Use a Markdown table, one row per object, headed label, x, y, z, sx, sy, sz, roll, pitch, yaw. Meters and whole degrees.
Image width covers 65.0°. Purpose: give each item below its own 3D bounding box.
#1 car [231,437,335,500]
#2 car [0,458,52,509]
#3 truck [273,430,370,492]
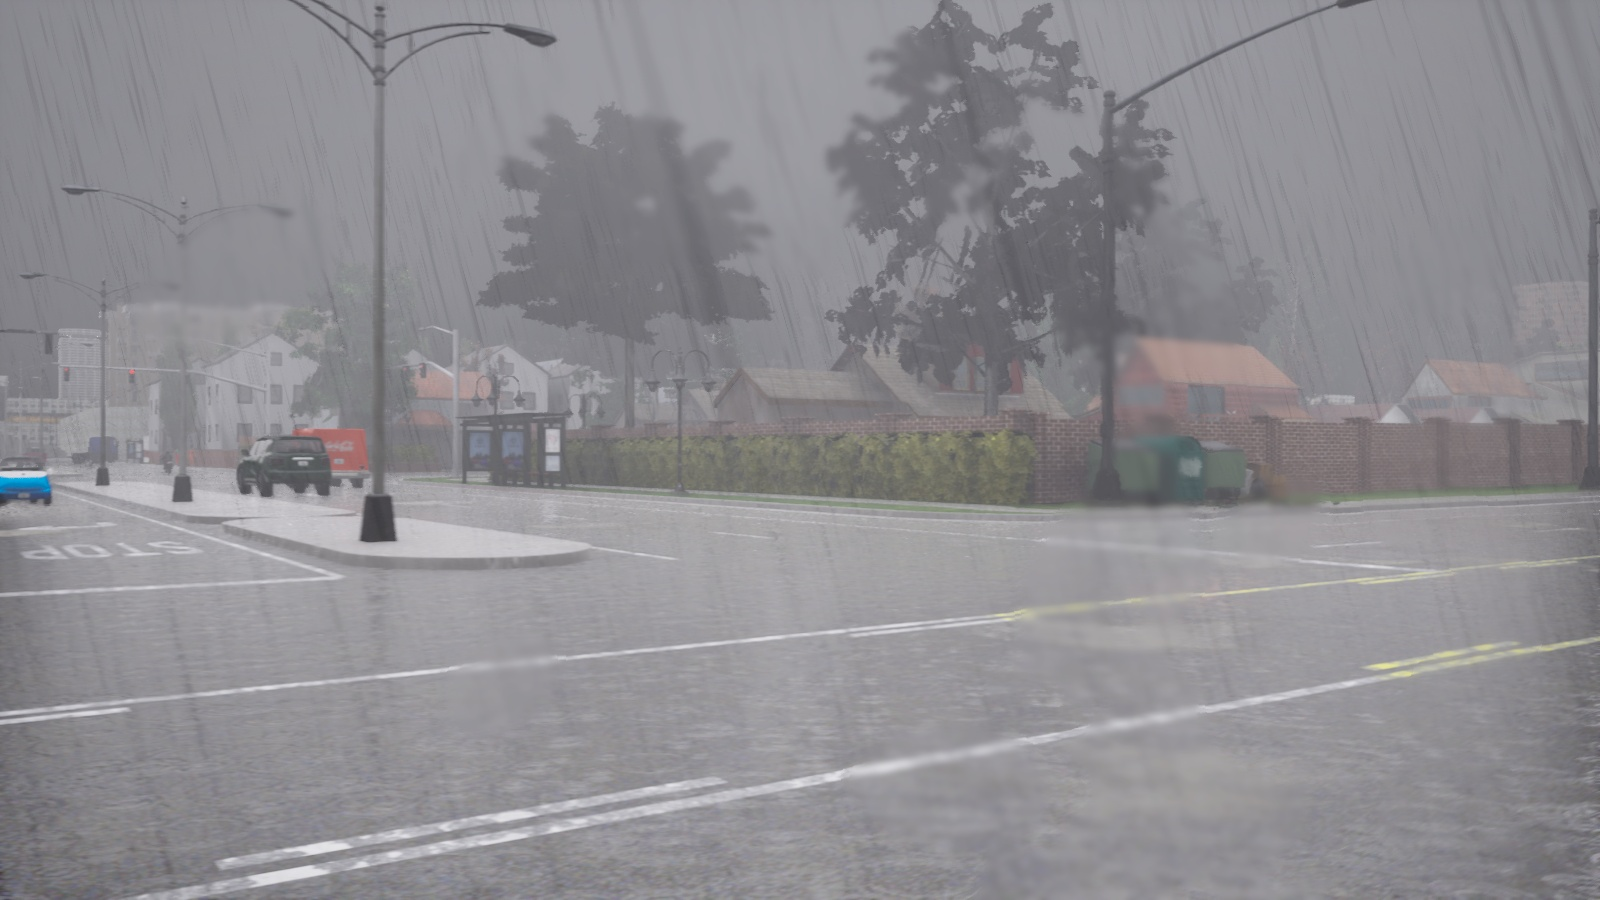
| label | x | y | z | sx | sy | sz | roll | pitch | yaw |
| --- | --- | --- | --- | --- | --- | --- | --- | --- | --- |
| car | -18.011 | 0.609 | 43.584 | 2.150 | 2.045 | 5.566 | 0 | 0 | -35 |
| car | -21.977 | 0.932 | 35.304 | 1.481 | 1.376 | 2.207 | 0 | -1 | -35 |
| truck | -20.134 | 0.430 | 52.715 | 2.627 | 2.467 | 5.204 | 0 | 0 | -35 |
